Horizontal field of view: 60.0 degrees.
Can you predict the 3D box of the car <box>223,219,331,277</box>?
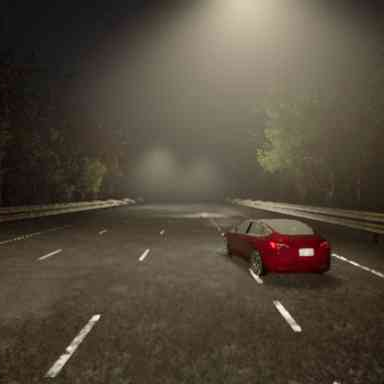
[{"bbox_3d":[2.434,1.569,10.625,2.163,1.488,4.792,0,0,-11],"label":"car"}]
